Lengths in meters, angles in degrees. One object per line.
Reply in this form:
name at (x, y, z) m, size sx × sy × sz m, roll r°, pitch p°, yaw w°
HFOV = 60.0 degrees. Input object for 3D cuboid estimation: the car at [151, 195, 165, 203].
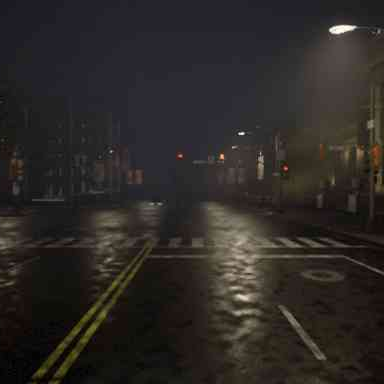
car at (-7.030, 1.387, 66.221) m, size 1.882 × 1.535 × 5.008 m, roll 0°, pitch 0°, yaw 0°

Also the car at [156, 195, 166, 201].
car at (-7.701, 1.428, 81.824) m, size 2.033 × 1.411 × 5.357 m, roll 0°, pitch 0°, yaw -10°
